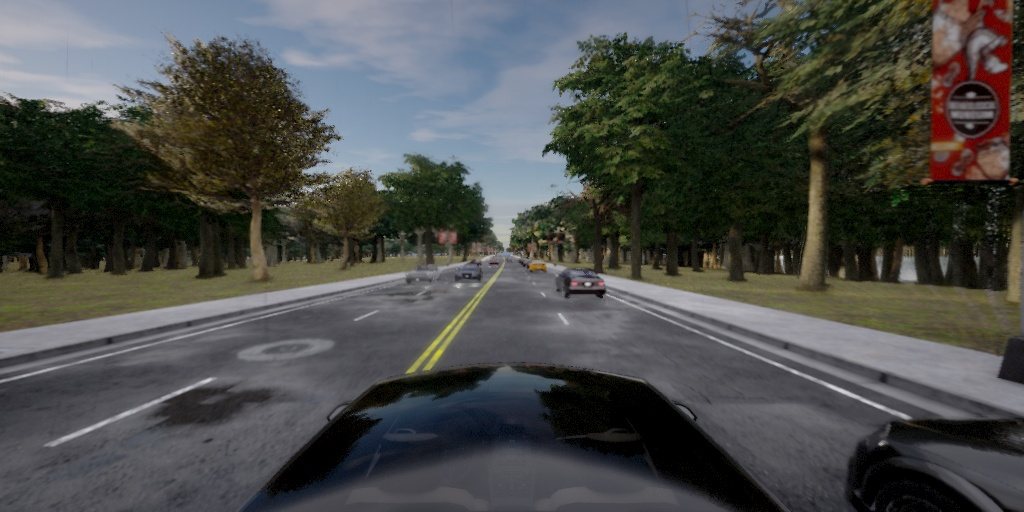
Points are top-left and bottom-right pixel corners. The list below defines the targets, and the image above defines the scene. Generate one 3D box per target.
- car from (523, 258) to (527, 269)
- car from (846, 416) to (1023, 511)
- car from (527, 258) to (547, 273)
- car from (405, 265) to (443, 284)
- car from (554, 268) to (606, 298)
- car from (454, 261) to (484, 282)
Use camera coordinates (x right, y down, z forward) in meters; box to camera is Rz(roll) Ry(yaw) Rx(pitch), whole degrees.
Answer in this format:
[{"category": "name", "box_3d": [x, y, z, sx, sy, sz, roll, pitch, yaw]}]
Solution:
[{"category": "car", "box_3d": [3.148, 1.361, 55.719, 1.895, 1.301, 4.718, 0, 0, 0]}, {"category": "car", "box_3d": [3.351, 1.314, 0.764, 1.994, 1.385, 4.181, 0, 0, 0]}, {"category": "car", "box_3d": [3.206, 1.237, 44.678, 1.882, 1.535, 5.008, 0, 0, 0]}, {"category": "car", "box_3d": [-6.601, 1.353, 27.278, 1.895, 1.301, 4.718, 0, 0, 0]}, {"category": "car", "box_3d": [3.351, 1.297, 18.354, 2.033, 1.411, 5.357, 0, 0, 0]}, {"category": "car", "box_3d": [-3.351, 1.316, 28.712, 1.994, 1.385, 4.181, 0, 0, 0]}]
